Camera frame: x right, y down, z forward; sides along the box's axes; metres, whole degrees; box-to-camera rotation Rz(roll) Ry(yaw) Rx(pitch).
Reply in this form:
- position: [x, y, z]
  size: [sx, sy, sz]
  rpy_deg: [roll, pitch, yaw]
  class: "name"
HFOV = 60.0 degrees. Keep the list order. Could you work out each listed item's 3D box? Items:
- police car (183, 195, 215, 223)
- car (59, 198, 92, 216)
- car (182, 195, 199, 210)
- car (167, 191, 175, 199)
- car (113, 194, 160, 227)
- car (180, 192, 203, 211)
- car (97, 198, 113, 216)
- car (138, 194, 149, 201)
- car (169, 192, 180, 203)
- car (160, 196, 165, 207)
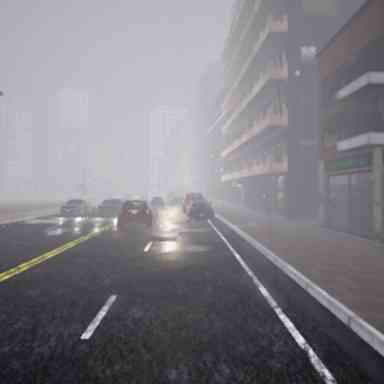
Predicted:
- position: [0.554, 1.289, 24.206]
  size: [1.930, 1.638, 5.238]
  rpy_deg: [0, 0, -2]
  class: "police car"
- position: [-10.537, 1.355, 30.365]
  size: [1.837, 1.490, 4.892]
  rpy_deg: [0, 0, -2]
  class: "car"
- position: [-0.222, 1.233, 40.408]
  size: [1.801, 1.575, 5.366]
  rpy_deg: [0, 0, -3]
  class: "car"
- position: [-5.032, 0.754, 82.400]
  size: [2.150, 2.045, 5.566]
  rpy_deg: [0, 0, -7]
  class: "car"
- position: [-3.514, 1.235, 21.959]
  size: [2.097, 1.767, 4.553]
  rpy_deg: [0, 0, -2]
  class: "car"
- position: [0.120, 1.035, 34.202]
  size: [2.150, 2.045, 5.566]
  rpy_deg: [0, 0, -3]
  class: "car"
- position: [-7.284, 1.322, 30.351]
  size: [1.882, 1.535, 5.008]
  rpy_deg: [0, 0, -2]
  class: "car"
- position: [-10.305, 1.132, 71.258]
  size: [2.033, 1.411, 5.357]
  rpy_deg: [0, 0, -6]
  class: "car"
- position: [-2.506, 1.253, 58.620]
  size: [1.994, 1.385, 4.181]
  rpy_deg: [0, 0, -5]
  class: "car"
- position: [-4.674, 1.286, 45.209]
  size: [1.812, 1.442, 4.674]
  rpy_deg: [0, 0, -4]
  class: "car"
